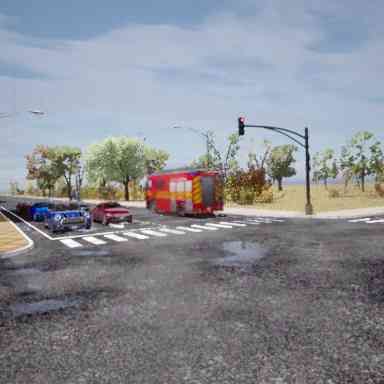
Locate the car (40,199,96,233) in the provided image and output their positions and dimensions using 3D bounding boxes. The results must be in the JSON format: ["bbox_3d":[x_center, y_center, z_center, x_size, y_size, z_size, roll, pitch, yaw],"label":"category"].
[{"bbox_3d":[-7.701,1.389,20.385,2.097,1.767,4.553,-3,1,-31],"label":"car"}]

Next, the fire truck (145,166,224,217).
[{"bbox_3d":[-0.958,-0.008,28.107,2.891,3.827,8.468,-3,1,-32],"label":"fire truck"}]

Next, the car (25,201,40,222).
[{"bbox_3d":[-12.475,1.564,28.044,1.882,1.535,5.008,-3,1,-32],"label":"car"}]

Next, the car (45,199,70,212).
[{"bbox_3d":[-16.401,1.624,40.410,1.895,1.301,4.718,-3,1,-32],"label":"car"}]

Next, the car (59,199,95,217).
[{"bbox_3d":[-11.136,1.460,32.018,2.128,1.511,4.902,-3,1,-32],"label":"car"}]

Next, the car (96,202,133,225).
[{"bbox_3d":[-5.801,1.437,23.542,1.812,1.442,4.674,-3,1,-32],"label":"car"}]

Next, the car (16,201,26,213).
[{"bbox_3d":[-19.799,1.764,39.714,1.895,1.301,4.718,-3,1,-32],"label":"car"}]
